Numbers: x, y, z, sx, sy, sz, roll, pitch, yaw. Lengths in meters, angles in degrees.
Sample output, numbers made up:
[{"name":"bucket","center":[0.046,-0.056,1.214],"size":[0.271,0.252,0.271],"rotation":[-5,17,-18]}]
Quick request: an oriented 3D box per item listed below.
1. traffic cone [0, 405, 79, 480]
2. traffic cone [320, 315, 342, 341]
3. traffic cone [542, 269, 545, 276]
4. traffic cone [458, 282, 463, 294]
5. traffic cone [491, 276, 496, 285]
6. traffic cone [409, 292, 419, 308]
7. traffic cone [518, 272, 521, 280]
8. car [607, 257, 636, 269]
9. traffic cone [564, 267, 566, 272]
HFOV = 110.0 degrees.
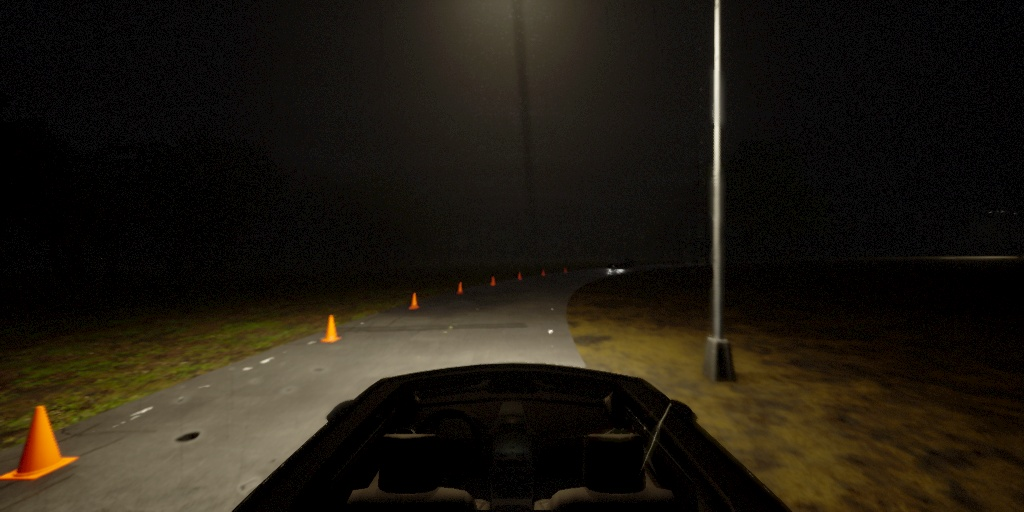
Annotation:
[{"name":"traffic cone","center":[-4.425,1.703,3.362],"size":[0.340,0.580,0.340],"rotation":[0,0,0]},{"name":"traffic cone","center":[-4.295,1.695,8.522],"size":[0.340,0.580,0.340],"rotation":[0,0,4]},{"name":"traffic cone","center":[2.931,1.512,33.362],"size":[0.340,0.580,0.340],"rotation":[0,0,29]},{"name":"traffic cone","center":[-2.710,1.662,18.817],"size":[0.340,0.580,0.340],"rotation":[0,0,14]},{"name":"traffic cone","center":[-1.254,1.625,23.822],"size":[0.340,0.580,0.340],"rotation":[0,0,19]},{"name":"traffic cone","center":[-3.726,1.685,13.703],"size":[0.340,0.580,0.340],"rotation":[0,0,9]},{"name":"traffic cone","center":[0.632,1.575,28.683],"size":[0.340,0.580,0.340],"rotation":[0,0,24]},{"name":"car","center":[13.861,0.837,45.230],"size":[2.033,1.411,5.357],"rotation":[0,1,39]},{"name":"traffic cone","center":[5.628,1.434,37.823],"size":[0.340,0.580,0.340],"rotation":[0,0,34]}]
